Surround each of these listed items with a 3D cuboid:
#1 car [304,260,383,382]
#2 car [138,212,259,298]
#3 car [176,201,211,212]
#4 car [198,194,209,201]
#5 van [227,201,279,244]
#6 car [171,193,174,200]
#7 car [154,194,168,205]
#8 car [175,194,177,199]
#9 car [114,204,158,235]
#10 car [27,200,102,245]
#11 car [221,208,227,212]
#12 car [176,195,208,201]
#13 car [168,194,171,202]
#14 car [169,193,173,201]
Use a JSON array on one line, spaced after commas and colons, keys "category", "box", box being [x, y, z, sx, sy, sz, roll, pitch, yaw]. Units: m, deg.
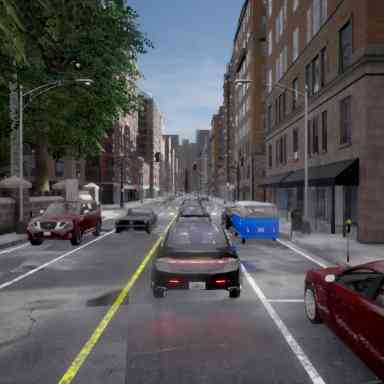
[{"category": "car", "box": [2.853, 1.544, 4.254, 1.887, 1.381, 4.507, 0, 0, 0]}, {"category": "car", "box": [0.097, 1.490, 8.476, 2.128, 1.511, 4.902, 0, 0, 0]}, {"category": "car", "box": [0.092, 1.485, 18.415, 2.128, 1.511, 4.902, 0, 0, 0]}, {"category": "car", "box": [2.830, 1.386, 75.612, 1.967, 1.590, 4.097, 0, 0, 0]}, {"category": "van", "box": [2.849, 1.336, 15.575, 1.690, 1.788, 3.998, 0, 0, 0]}, {"category": "car", "box": [-5.694, 1.491, 75.574, 1.887, 1.381, 4.507, 0, 0, 0]}, {"category": "car", "box": [-5.689, 1.480, 59.051, 1.752, 1.417, 4.829, 0, 0, 0]}, {"category": "car", "box": [-5.698, 1.496, 86.475, 2.008, 1.369, 4.403, 0, 0, 0]}, {"category": "car", "box": [-3.068, 1.594, 19.063, 1.895, 1.301, 4.718, 0, 0, 0]}, {"category": "car", "box": [-5.675, 1.310, 15.533, 2.192, 1.841, 5.009, 0, 0, 0]}, {"category": "car", "box": [2.848, 1.557, 21.236, 1.947, 1.339, 4.313, 0, 0, 0]}, {"category": "car", "box": [-0.010, 1.338, 27.592, 2.097, 1.767, 4.553, 0, 0, 0]}, {"category": "car", "box": [-5.691, 1.502, 64.672, 2.008, 1.369, 4.403, 0, 0, 0]}, {"category": "car", "box": [-5.693, 1.493, 70.123, 1.887, 1.381, 4.507, 0, 0, 0]}]
